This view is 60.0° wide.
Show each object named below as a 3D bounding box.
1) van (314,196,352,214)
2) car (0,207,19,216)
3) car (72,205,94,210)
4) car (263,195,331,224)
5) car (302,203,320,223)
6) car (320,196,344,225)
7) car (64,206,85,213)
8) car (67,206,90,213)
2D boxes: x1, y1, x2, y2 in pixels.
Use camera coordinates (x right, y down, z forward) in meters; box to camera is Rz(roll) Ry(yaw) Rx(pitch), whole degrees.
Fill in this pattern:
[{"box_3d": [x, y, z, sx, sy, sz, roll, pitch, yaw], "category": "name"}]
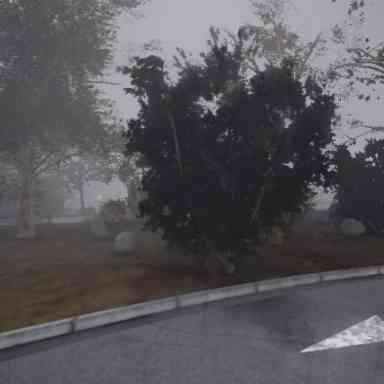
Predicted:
[{"box_3d": [16.156, 1.434, 37.960, 4.442, 1.987, 1.878, 0, -1, -34], "category": "van"}, {"box_3d": [-29.046, 3.179, 54.621, 4.674, 1.442, 1.812, 1, 0, -34], "category": "car"}, {"box_3d": [-24.483, 4.034, 76.669, 4.674, 1.452, 2.002, 0, -3, -34], "category": "car"}, {"box_3d": [8.685, 1.347, 27.374, 5.566, 2.045, 2.435, 0, -1, -34], "category": "car"}, {"box_3d": [10.248, 1.549, 25.054, 4.892, 1.521, 2.231, 0, -1, -34], "category": "car"}, {"box_3d": [11.771, 1.252, 22.867, 5.566, 2.045, 2.435, 0, -1, -34], "category": "car"}, {"box_3d": [-29.848, 4.486, 84.735, 4.674, 1.452, 2.002, 0, -3, -34], "category": "car"}, {"box_3d": [-28.114, 4.299, 82.113, 5.008, 1.535, 2.097, 0, -3, -34], "category": "car"}]
